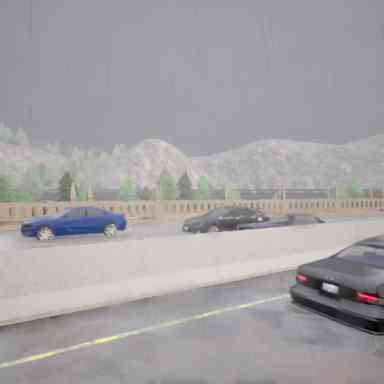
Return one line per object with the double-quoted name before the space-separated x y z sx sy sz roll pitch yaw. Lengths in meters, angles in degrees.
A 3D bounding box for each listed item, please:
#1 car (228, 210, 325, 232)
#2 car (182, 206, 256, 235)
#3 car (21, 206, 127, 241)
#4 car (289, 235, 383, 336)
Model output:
"car" 4.157 1.601 14.394 4.718 1.301 1.895 0 0 -28
"car" 1.856 1.505 17.084 4.892 1.490 1.837 0 0 -28
"car" -5.771 1.478 16.676 5.008 1.535 1.882 0 0 -31
"car" 4.343 1.547 6.397 5.357 1.411 2.033 0 0 -29
